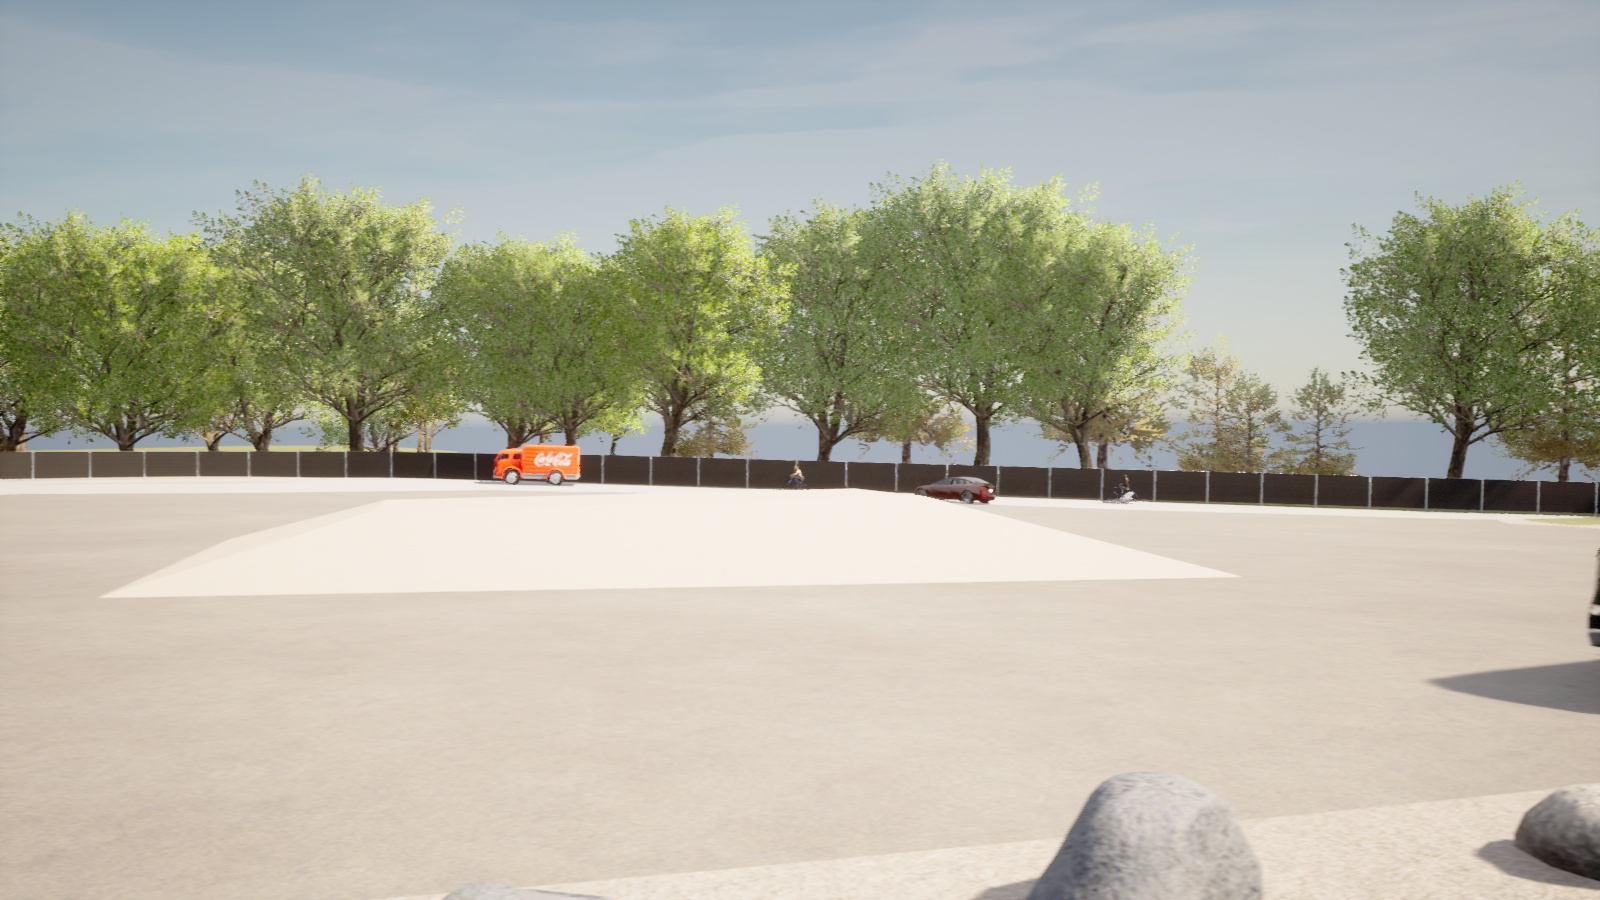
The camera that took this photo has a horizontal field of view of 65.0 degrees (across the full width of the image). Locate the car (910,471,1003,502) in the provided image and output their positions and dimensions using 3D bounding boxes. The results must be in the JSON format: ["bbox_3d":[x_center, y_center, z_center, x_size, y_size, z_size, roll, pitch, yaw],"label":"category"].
[{"bbox_3d":[8.795,2.030,70.778,4.792,1.488,2.163,1,1,39],"label":"car"}]

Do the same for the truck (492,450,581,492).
[{"bbox_3d":[-16.364,1.282,78.249,5.204,2.467,2.627,0,1,-8],"label":"truck"}]

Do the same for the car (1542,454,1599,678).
[{"bbox_3d":[8.344,0.831,9.791,4.856,1.649,2.033,0,-1,-26],"label":"car"}]
